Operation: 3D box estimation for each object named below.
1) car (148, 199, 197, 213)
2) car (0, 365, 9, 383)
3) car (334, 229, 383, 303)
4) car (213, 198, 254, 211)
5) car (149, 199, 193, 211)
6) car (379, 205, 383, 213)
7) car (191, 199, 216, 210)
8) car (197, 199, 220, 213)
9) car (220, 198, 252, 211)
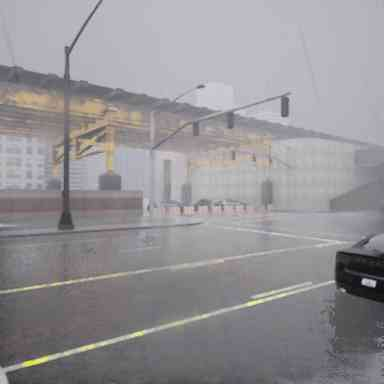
[{"bbox_3d":[-2.266,1.572,37.004,4.974,1.542,2.038,0,0,8],"label":"car"},{"bbox_3d":[-3.364,1.514,1.340,4.674,1.442,1.812,0,0,-36],"label":"car"},{"bbox_3d":[5.285,1.529,7.596,5.008,1.535,1.882,0,0,-36],"label":"car"},{"bbox_3d":[5.347,1.631,43.498,4.974,1.542,2.038,0,0,-7],"label":"car"},{"bbox_3d":[-2.316,1.414,37.011,4.536,1.218,1.853,0,0,8],"label":"car"},{"bbox_3d":[24.422,1.804,39.818,5.357,1.411,2.033,0,0,-37],"label":"car"},{"bbox_3d":[1.478,1.442,39.763,1.853,1.218,4.536,0,0,18],"label":"car"},{"bbox_3d":[1.462,1.599,39.713,2.038,1.542,4.974,0,0,18],"label":"car"},{"bbox_3d":[5.297,1.473,43.492,4.536,1.218,1.853,0,0,-7],"label":"car"}]
